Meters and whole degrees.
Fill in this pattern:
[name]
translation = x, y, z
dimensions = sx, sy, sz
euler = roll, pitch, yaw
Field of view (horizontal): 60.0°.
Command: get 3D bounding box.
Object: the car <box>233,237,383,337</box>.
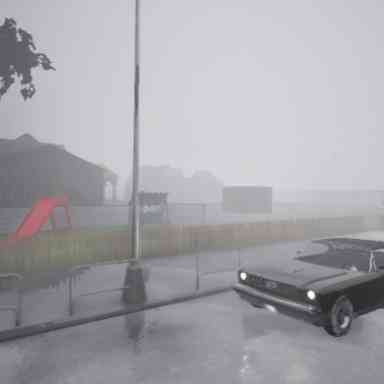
[car]
translation = 3.114, 1.689, 6.957
dimensions = 4.718, 1.301, 1.895
euler = 1, -1, -37
